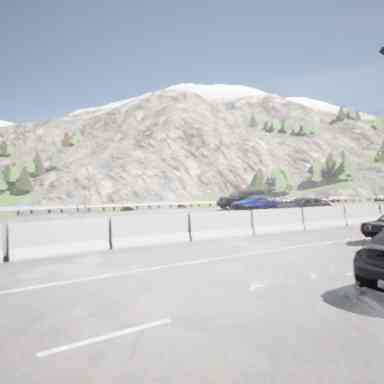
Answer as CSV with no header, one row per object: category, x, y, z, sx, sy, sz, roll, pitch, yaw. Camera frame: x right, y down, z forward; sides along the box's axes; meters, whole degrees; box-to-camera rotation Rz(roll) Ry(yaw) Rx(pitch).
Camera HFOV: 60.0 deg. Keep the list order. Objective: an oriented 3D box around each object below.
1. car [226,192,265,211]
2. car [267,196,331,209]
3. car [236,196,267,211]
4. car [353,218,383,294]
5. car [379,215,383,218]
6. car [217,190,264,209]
car,6.159,1.094,31.864,5.008,1.535,1.882,-1,1,-27
car,8.368,1.166,25.132,4.892,1.490,1.837,-1,0,-27
car,6.390,1.253,28.074,4.718,1.301,1.895,-1,1,-28
car,5.500,1.376,7.190,4.892,1.490,1.837,-1,1,-32
car,9.025,1.374,13.353,4.718,1.301,1.895,-1,1,-30
car,5.384,0.812,35.416,5.566,2.045,2.150,-1,0,-26
